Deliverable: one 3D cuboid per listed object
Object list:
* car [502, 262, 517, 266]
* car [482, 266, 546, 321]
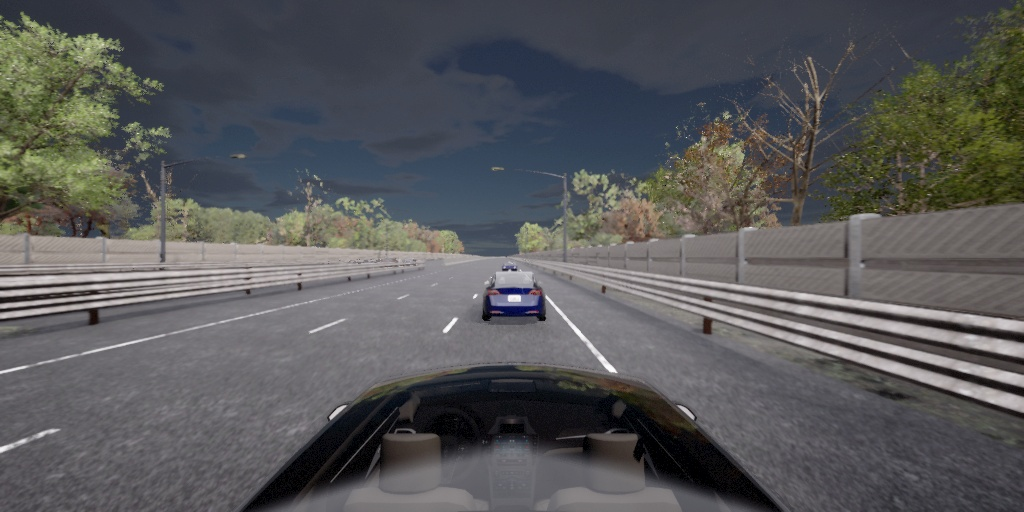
[{"bbox_3d":[-0.300,1.351,43.502,1.895,1.301,4.718,0,0,-1],"label":"car"},{"bbox_3d":[0.061,1.253,12.547,2.163,1.488,4.792,0,0,0],"label":"car"}]
